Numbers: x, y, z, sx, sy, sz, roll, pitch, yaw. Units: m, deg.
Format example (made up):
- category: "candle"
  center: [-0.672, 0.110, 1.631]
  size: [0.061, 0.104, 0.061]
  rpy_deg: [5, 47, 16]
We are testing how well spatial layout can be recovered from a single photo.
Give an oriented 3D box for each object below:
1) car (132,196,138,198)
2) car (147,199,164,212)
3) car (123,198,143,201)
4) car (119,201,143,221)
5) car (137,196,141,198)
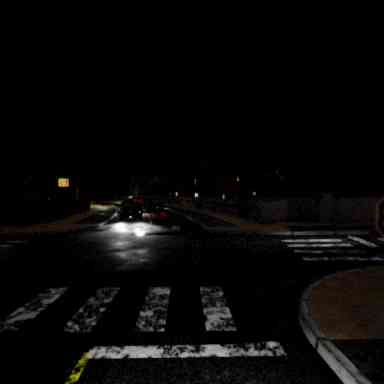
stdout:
- category: "car"
  center: [-9.803, 1.720, 50.944]
  size: [1.812, 1.442, 4.674]
  rpy_deg: [0, 0, -15]
- category: "car"
  center: [-4.549, 1.644, 41.567]
  size: [1.812, 1.442, 4.674]
  rpy_deg: [0, 0, -12]
- category: "car"
  center: [-6.840, 1.676, 38.072]
  size: [1.994, 1.385, 4.181]
  rpy_deg: [0, 0, -11]
- category: "car"
  center: [-5.122, 1.660, 28.192]
  size: [1.895, 1.301, 4.718]
  rpy_deg: [0, 0, -8]
- category: "car"
  center: [-10.916, 1.626, 64.567]
  size: [2.097, 1.767, 4.553]
  rpy_deg: [0, 0, -18]
